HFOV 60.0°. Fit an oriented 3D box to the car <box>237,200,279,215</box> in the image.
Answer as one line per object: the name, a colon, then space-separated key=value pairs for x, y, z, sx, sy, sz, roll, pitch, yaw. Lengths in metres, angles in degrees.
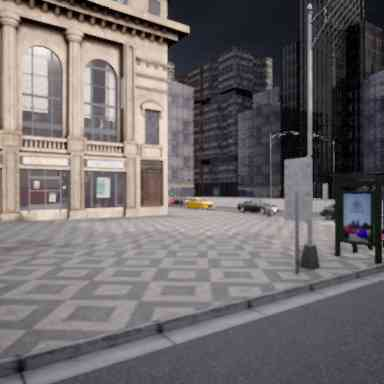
car: x=6.750 y=1.539 z=34.403 sx=2.128 sy=1.511 sz=4.902 roll=0 pitch=0 yaw=-34

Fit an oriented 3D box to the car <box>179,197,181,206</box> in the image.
car: x=-1.956 y=1.471 z=52.898 sx=2.128 sy=1.511 sz=4.902 roll=0 pitch=0 yaw=-33

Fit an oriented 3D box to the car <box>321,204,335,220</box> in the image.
car: x=12.415 y=1.601 z=26.053 sx=1.812 sy=1.442 sz=4.674 roll=0 pitch=0 yaw=-34

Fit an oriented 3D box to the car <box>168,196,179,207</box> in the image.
car: x=-4.805 y=1.211 z=51.593 sx=2.150 sy=2.045 sz=5.566 roll=0 pitch=0 yaw=-34

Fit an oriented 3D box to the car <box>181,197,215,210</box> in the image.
car: x=0.977 y=1.498 z=42.958 sx=1.882 sy=1.535 sz=5.008 roll=0 pitch=0 yaw=-34
